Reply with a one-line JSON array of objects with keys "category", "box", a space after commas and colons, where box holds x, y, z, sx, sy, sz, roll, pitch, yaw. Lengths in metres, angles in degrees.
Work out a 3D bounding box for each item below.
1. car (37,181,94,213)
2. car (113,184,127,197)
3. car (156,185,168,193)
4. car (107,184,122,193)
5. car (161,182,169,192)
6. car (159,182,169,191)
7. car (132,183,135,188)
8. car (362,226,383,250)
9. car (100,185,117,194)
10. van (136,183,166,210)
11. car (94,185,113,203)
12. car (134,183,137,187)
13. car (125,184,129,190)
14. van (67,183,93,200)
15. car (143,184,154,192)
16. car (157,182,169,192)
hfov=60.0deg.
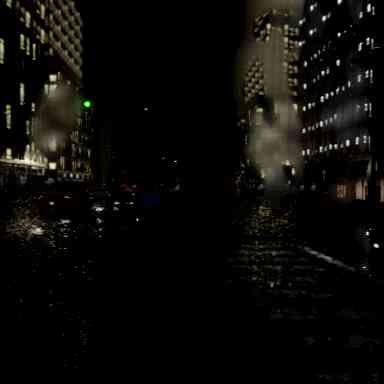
[{"category": "car", "box": [-8.916, 0.261, 23.515, 2.150, 2.045, 5.566, 1, 2, -3]}, {"category": "car", "box": [-10.113, -0.034, 43.332, 1.895, 1.301, 4.718, 1, 2, -3]}, {"category": "car", "box": [-5.287, -0.537, 59.361, 1.887, 1.381, 4.507, 1, 2, -3]}, {"category": "car", "box": [-13.651, -0.659, 58.850, 2.008, 1.369, 4.403, 1, 2, -3]}, {"category": "car", "box": [-4.949, -0.578, 53.827, 2.192, 1.841, 5.009, 1, 2, -3]}, {"category": "car", "box": [-6.284, -1.333, 75.932, 2.192, 1.841, 5.009, 1, 2, -3]}, {"category": "car", "box": [-15.655, -1.761, 92.008, 1.802, 1.307, 4.206, 1, 2, -3]}, {"category": "car", "box": [8.705, 1.433, 11.136, 5.357, 1.411, 2.033, 1, 2, -5]}, {"category": "car", "box": [-13.318, -0.455, 53.325, 1.947, 1.339, 4.313, 1, 2, -3]}, {"category": "van", "box": [-3.166, 0.391, 26.209, 1.690, 1.788, 3.998, 1, 2, -3]}, {"category": "car", "box": [-9.511, 0.232, 33.280, 1.812, 1.442, 4.674, 1, 2, -3]}, {"category": "car", "box": [-7.438, -0.395, 51.934, 1.882, 1.535, 5.008, 1, 2, -4]}, {"category": "car", "box": [-14.320, -1.005, 69.904, 1.802, 1.307, 4.206, 1, 2, -3]}, {"category": "van", "box": [-12.311, -0.115, 36.740, 1.690, 1.788, 3.998, 1, 2, -3]}, {"category": "car", "box": [-8.199, -0.755, 63.216, 1.837, 1.490, 4.892, 1, 2, -3]}, {"category": "car", "box": [-5.616, -0.955, 64.880, 2.192, 1.841, 5.009, 1, 2, -3]}]
